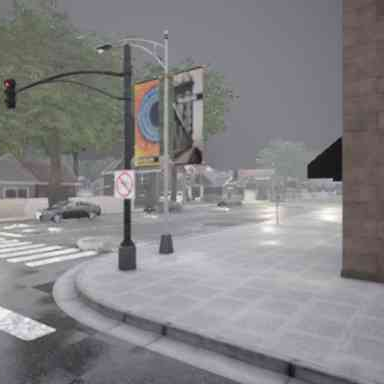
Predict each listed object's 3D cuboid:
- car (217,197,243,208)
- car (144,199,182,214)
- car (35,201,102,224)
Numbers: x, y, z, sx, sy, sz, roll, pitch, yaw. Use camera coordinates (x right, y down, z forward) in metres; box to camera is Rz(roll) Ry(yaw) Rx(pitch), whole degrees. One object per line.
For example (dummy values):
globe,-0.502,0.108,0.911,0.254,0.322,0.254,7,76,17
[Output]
car,4.963,1.328,43.659,1.994,1.385,4.181,0,1,35
car,-2.811,1.402,32.716,1.994,1.385,4.181,0,0,35
car,-8.866,1.389,24.158,2.128,1.511,4.902,0,0,35
